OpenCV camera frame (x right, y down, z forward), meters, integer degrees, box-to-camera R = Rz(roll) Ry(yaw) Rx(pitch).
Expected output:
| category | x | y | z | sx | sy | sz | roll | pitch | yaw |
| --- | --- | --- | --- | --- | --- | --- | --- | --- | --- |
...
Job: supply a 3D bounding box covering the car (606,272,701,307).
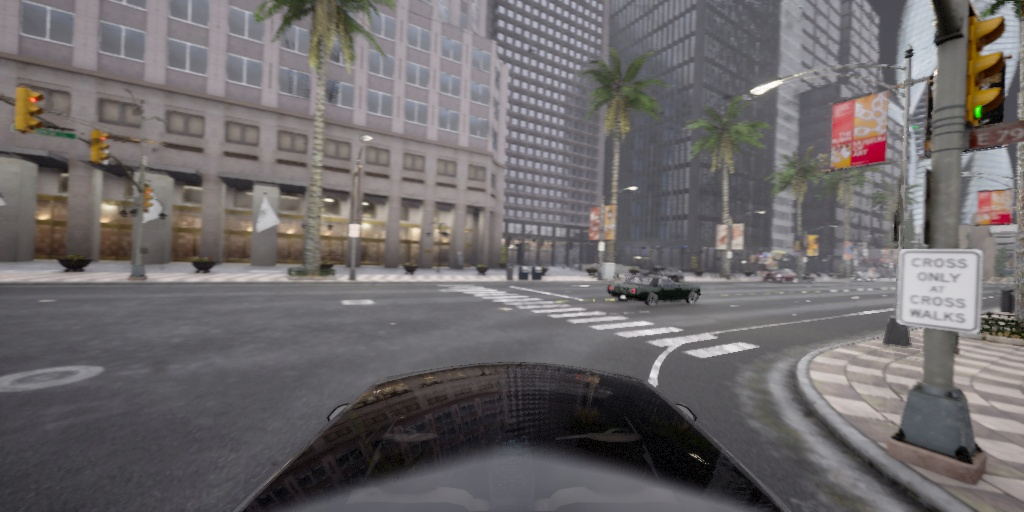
| category | x | y | z | sx | sy | sz | roll | pitch | yaw |
| --- | --- | --- | --- | --- | --- | --- | --- | --- | --- |
| car | 6.837 | 1.607 | 17.052 | 4.718 | 1.301 | 1.895 | 2 | 0 | -30 |
